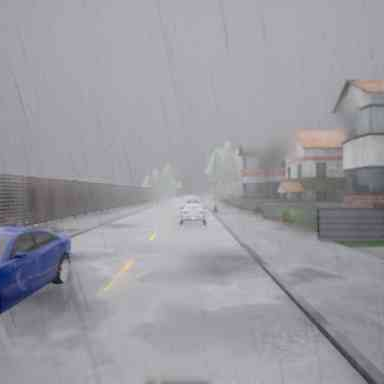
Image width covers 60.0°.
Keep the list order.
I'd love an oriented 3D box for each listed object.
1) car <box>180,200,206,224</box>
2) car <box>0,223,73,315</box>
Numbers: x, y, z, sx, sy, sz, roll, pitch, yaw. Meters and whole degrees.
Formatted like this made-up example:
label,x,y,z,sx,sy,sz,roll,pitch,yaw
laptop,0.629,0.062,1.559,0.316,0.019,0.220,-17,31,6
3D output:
label,x,y,z,sx,sy,sz,roll,pitch,yaw
car,0.088,1.541,24.658,1.812,1.442,4.674,0,0,0
car,-4.071,1.483,6.753,1.882,1.535,5.008,0,0,0
